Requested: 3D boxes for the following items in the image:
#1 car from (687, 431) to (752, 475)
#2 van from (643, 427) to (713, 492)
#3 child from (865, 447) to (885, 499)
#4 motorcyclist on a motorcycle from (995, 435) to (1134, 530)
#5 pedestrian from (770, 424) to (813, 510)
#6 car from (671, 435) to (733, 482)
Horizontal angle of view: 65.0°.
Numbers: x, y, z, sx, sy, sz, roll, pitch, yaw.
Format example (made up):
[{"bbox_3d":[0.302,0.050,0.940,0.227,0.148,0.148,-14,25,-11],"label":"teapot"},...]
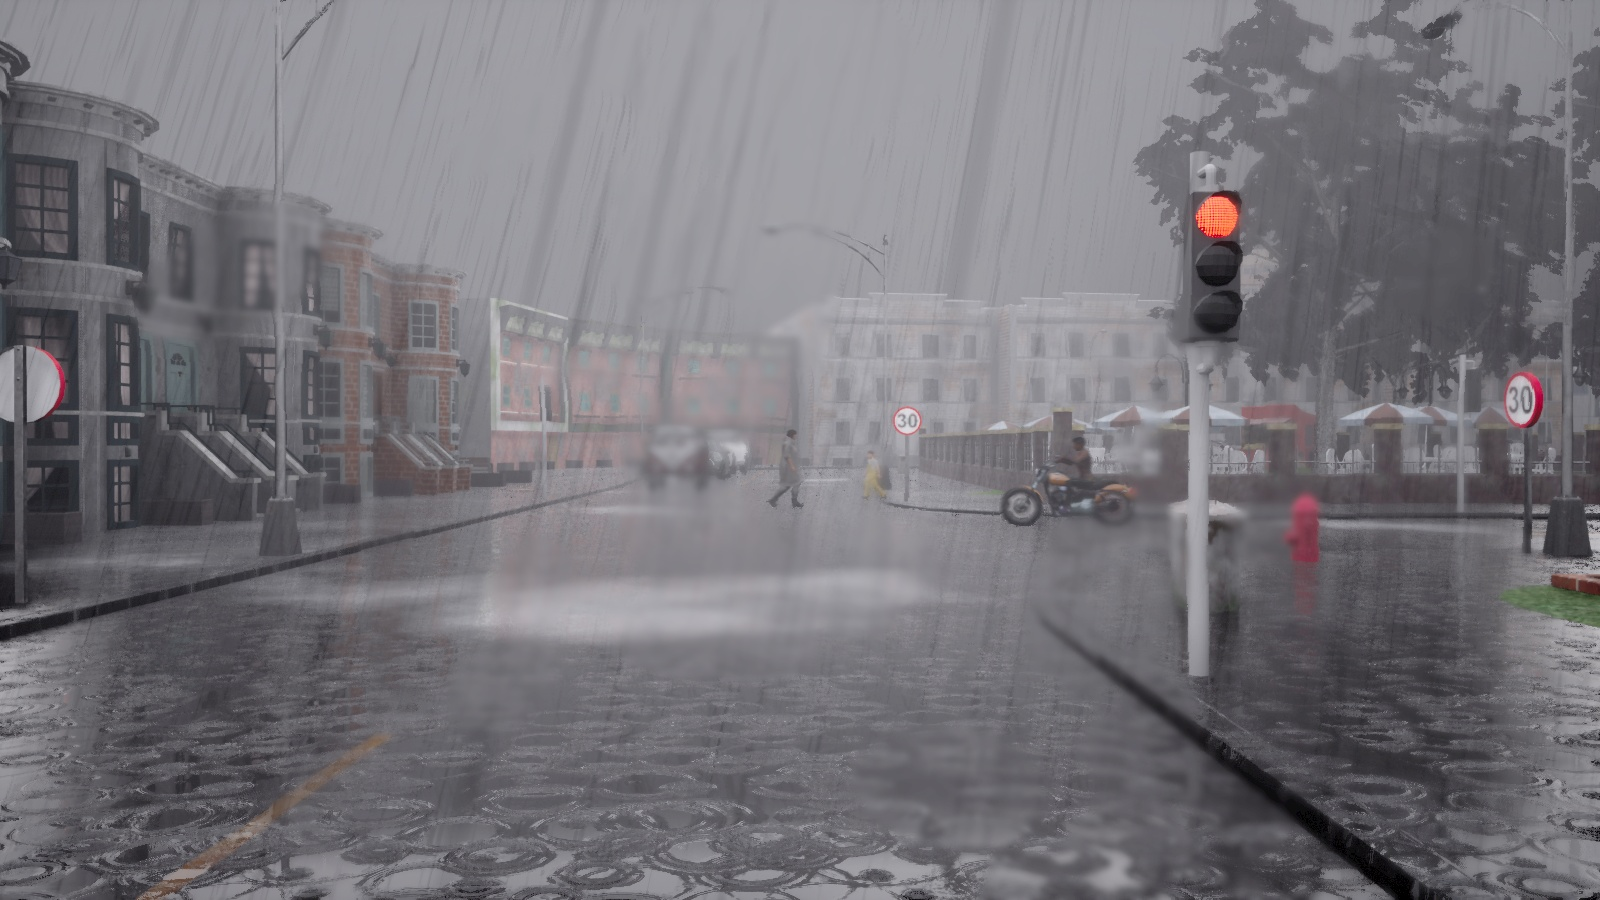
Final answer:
[{"bbox_3d":[-3.803,0.123,60.332,2.150,2.045,5.566,0,0,7],"label":"car"},{"bbox_3d":[-3.858,0.268,40.407,1.775,1.987,4.442,0,0,0],"label":"van"},{"bbox_3d":[1.853,0.564,30.991,0.437,1.263,0.270,0,0,-22],"label":"child"},{"bbox_3d":[4.693,0.574,22.408,2.350,1.649,0.766,0,0,4],"label":"motorcyclist on a motorcycle"},{"bbox_3d":[-0.196,0.380,29.008,0.873,1.952,0.659,0,0,10],"label":"pedestrian"},{"bbox_3d":[-3.842,0.321,49.766,2.097,1.767,4.553,0,0,0],"label":"car"}]
